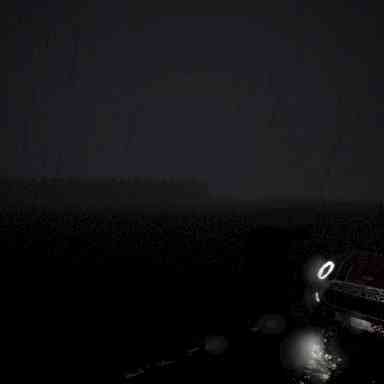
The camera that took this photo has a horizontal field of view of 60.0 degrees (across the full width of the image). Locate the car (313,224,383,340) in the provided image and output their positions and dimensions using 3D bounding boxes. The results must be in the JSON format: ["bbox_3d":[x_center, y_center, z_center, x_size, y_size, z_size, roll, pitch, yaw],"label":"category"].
[{"bbox_3d":[4.292,1.346,6.204,4.553,1.767,2.097,0,0,-36],"label":"car"}]
